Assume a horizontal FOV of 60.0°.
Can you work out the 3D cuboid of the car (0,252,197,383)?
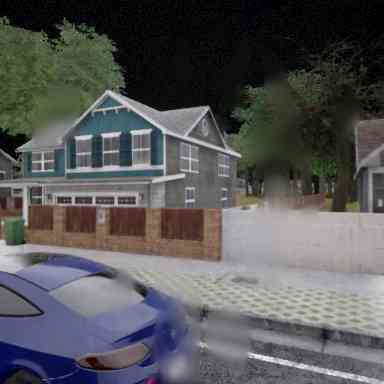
[{"bbox_3d":[-2.221,1.526,4.172,4.674,1.442,1.812,0,0,25],"label":"car"}]
